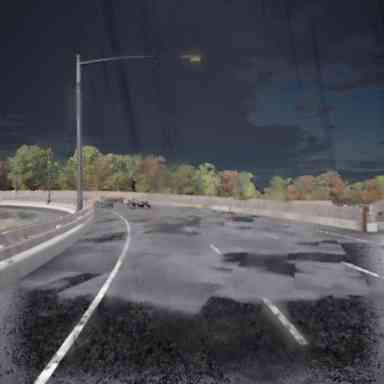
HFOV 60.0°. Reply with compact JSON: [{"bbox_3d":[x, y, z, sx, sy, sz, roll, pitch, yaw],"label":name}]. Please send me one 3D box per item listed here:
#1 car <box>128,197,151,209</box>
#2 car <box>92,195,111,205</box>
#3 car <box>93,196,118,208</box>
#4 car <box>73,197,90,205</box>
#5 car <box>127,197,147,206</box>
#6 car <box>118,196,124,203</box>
[{"bbox_3d":[-7.378,1.657,47.234,1.895,1.301,4.718,0,0,-26],"label":"car"},{"bbox_3d":[-17.452,1.481,64.045,2.097,1.767,4.553,0,0,-36],"label":"car"},{"bbox_3d":[-13.600,1.590,51.460,2.128,1.511,4.902,0,0,-29],"label":"car"},{"bbox_3d":[-20.899,1.678,62.823,1.812,1.442,4.674,0,0,-39],"label":"car"},{"bbox_3d":[-9.859,1.639,58.954,1.994,1.385,4.181,0,0,-33],"label":"car"},{"bbox_3d":[-15.404,1.484,67.168,1.812,1.442,4.674,0,0,-39],"label":"car"}]
